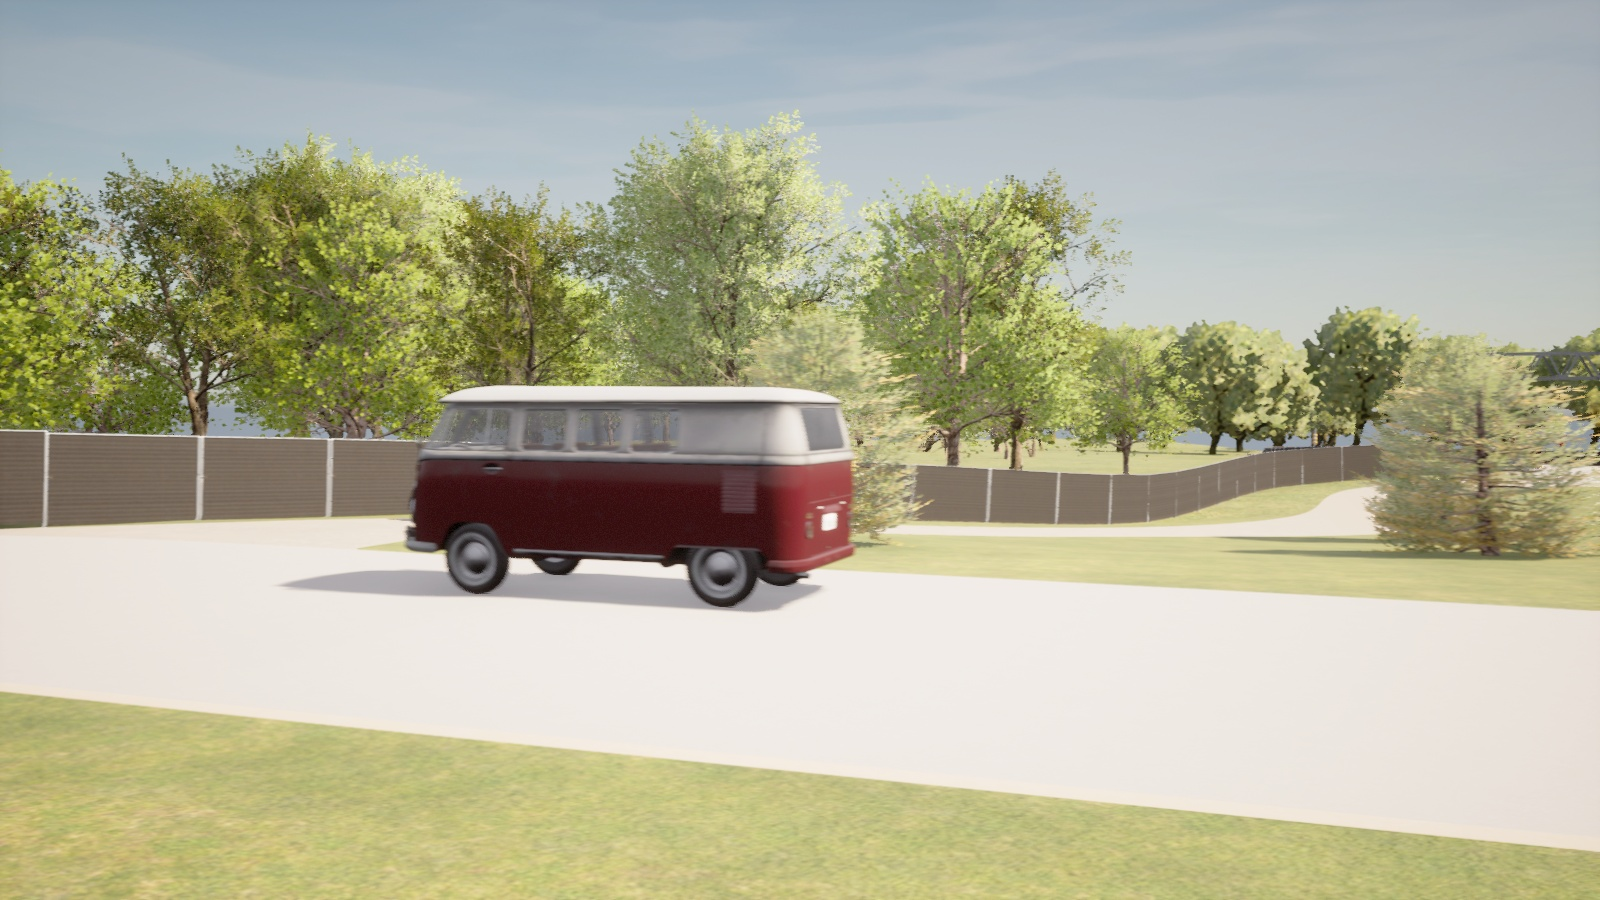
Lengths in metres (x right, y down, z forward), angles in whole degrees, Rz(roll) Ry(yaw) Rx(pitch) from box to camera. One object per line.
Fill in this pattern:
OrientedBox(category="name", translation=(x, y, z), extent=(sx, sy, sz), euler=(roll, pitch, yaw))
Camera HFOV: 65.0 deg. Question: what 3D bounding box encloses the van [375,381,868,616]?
OrientedBox(category="van", translation=(-1.730, 0.352, 12.252), extent=(4.442, 1.987, 1.775), euler=(1, 2, 20))
